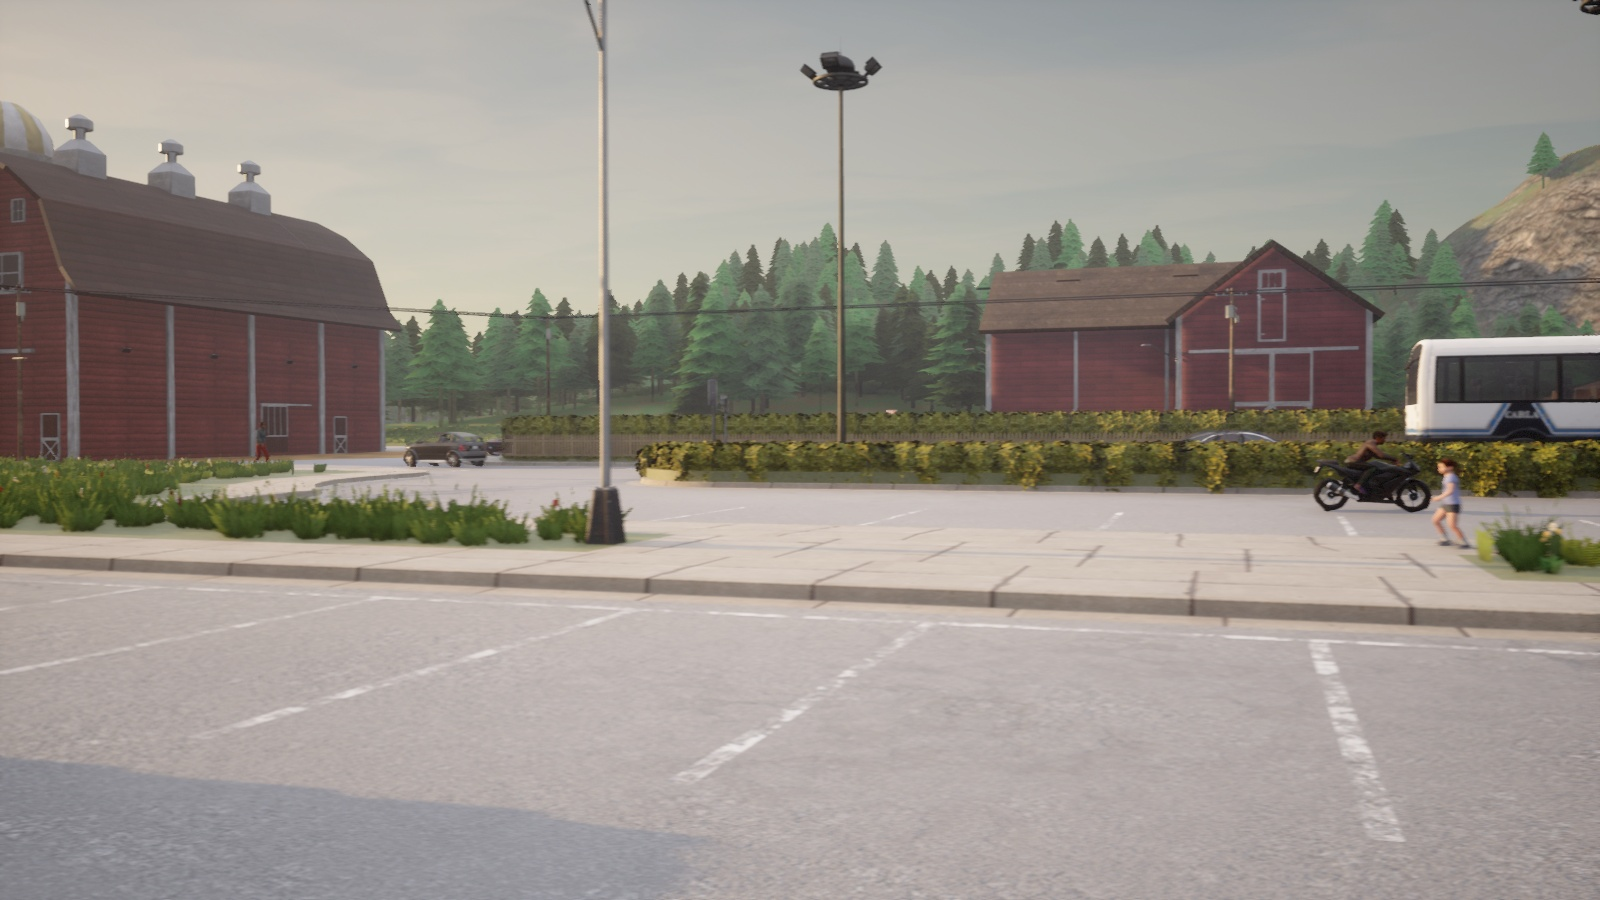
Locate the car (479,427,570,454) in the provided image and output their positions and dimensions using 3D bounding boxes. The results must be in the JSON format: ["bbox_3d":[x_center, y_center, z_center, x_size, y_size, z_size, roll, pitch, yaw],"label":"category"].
[{"bbox_3d":[-15.952,-0.563,72.880,1.882,1.535,5.008,1,1,40],"label":"car"}]

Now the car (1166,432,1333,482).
[{"bbox_3d":[14.339,0.191,40.260,4.902,1.511,2.128,1,1,19],"label":"car"}]

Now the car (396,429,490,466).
[{"bbox_3d":[-15.573,-0.133,54.799,3.705,1.549,1.789,1,1,28],"label":"car"}]

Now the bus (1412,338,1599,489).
[{"bbox_3d":[23.928,-1.051,36.881,10.273,4.253,3.944,1,1,19],"label":"bus"}]

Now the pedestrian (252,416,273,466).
[{"bbox_3d":[-19.845,-0.336,46.376,0.614,1.847,0.353,1,1,20],"label":"pedestrian"}]

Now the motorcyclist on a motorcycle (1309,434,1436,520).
[{"bbox_3d":[10.569,0.475,23.269,2.044,1.523,0.797,1,1,19],"label":"motorcyclist on a motorcycle"}]

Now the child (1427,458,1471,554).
[{"bbox_3d":[7.623,0.654,14.760,0.394,1.110,0.255,0,1,13],"label":"child"}]
